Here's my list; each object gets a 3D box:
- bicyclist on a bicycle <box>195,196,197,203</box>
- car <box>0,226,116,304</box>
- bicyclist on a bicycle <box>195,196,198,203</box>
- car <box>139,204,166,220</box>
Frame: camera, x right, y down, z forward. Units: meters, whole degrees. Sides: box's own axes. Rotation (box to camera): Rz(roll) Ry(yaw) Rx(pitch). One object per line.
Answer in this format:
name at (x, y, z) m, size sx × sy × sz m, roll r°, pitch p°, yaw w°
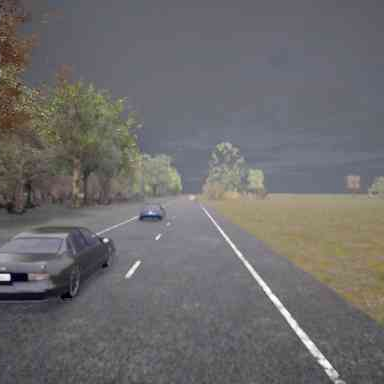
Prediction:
bicyclist on a bicycle at (0.994, 1.820, 79.172) m, size 0.582 × 1.620 × 1.656 m, roll 0°, pitch -1°, yaw 0°
car at (-3.397, 1.587, 8.471) m, size 2.033 × 1.411 × 5.357 m, roll 0°, pitch 0°, yaw 0°
bicyclist on a bicycle at (0.990, 1.778, 70.171) m, size 0.582 × 1.620 × 1.656 m, roll 0°, pitch -1°, yaw 0°
car at (-3.389, 1.699, 29.193) m, size 1.994 × 1.385 × 4.181 m, roll 0°, pitch 0°, yaw 0°
